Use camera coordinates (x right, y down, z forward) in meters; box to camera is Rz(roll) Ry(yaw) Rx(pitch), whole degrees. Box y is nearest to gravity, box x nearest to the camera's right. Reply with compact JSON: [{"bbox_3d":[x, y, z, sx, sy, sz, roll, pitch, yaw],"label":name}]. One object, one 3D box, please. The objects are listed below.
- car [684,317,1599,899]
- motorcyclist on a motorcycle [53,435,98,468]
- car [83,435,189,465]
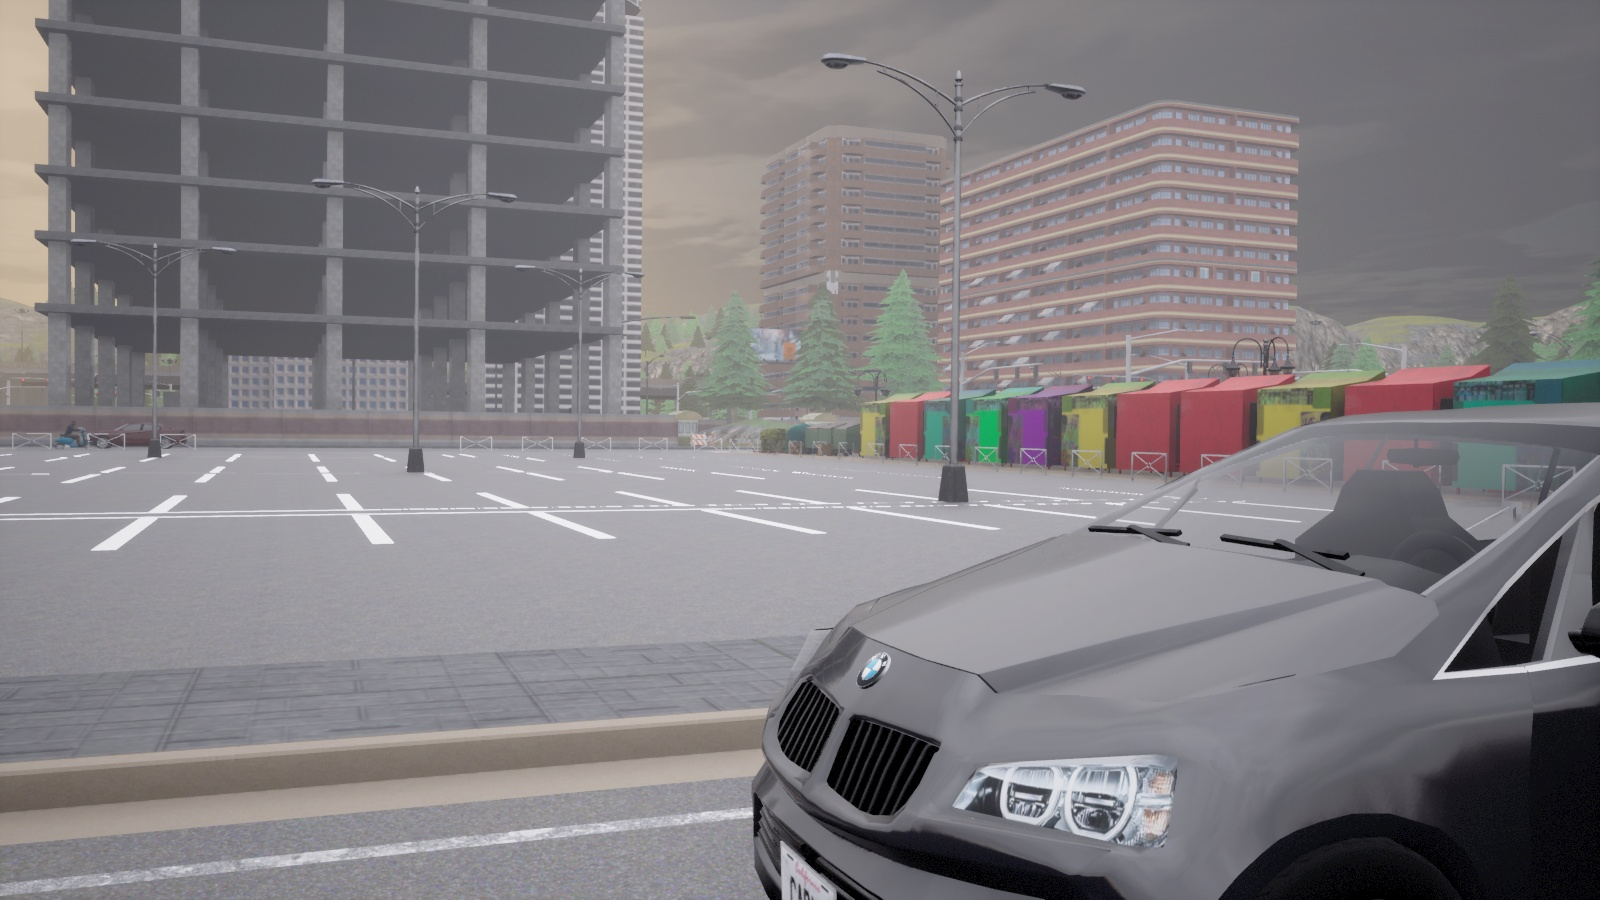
[{"bbox_3d":[2.168,0.553,4.061,4.611,1.667,2.242,-1,1,-21],"label":"car"},{"bbox_3d":[-36.164,0.066,62.727,1.817,1.590,0.866,-1,1,-23],"label":"motorcyclist on a motorcycle"},{"bbox_3d":[-36.933,-0.019,69.992,5.008,1.535,1.882,-1,1,-23],"label":"car"}]
